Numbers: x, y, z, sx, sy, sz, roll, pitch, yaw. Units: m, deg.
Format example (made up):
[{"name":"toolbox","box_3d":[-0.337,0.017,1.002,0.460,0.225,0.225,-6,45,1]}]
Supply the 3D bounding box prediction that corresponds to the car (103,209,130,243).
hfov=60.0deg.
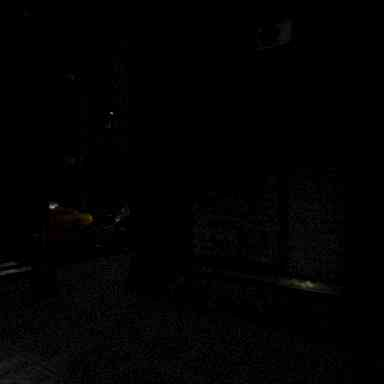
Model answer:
[{"name":"car","box_3d":[-1.604,1.556,15.190,1.947,1.339,4.313,0,0,36]}]

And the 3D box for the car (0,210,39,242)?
[{"name":"car","box_3d":[-9.046,1.534,14.578,1.812,1.442,4.674,0,0,40]}]

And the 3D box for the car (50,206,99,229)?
[{"name":"car","box_3d":[-8.224,1.547,19.729,1.752,1.417,4.829,0,0,36]}]

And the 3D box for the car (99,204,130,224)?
[{"name":"car","box_3d":[-4.975,1.576,24.270,2.008,1.369,4.403,0,0,36]}]
